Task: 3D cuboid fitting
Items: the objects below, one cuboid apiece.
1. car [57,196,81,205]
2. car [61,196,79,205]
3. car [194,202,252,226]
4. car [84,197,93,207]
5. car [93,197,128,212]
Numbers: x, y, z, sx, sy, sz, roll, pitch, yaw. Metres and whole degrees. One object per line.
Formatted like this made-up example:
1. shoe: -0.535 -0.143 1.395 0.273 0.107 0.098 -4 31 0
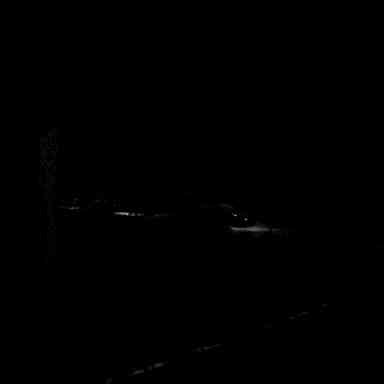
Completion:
1. car: -20.357 1.386 55.061 2.128 1.511 4.902 1 -1 -41
2. car: -19.184 1.102 49.478 2.128 1.511 4.902 1 -1 -40
3. car: 1.988 1.424 22.651 1.812 1.442 4.674 1 0 -37
4. car: -13.681 1.426 47.246 1.812 1.442 4.674 1 -1 -40
5. car: -8.858 1.478 36.743 1.895 1.301 4.718 1 -1 -39
